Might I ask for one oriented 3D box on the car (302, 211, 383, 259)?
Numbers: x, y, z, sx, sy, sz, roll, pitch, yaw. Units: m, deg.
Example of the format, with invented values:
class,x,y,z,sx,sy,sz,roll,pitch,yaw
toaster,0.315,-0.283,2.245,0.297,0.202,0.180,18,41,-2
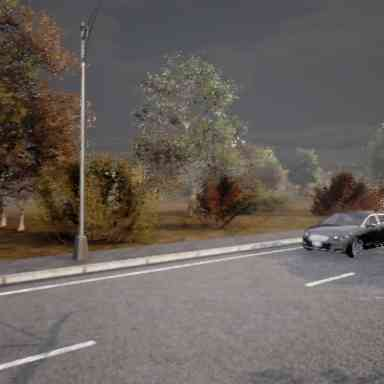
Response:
class,x,y,z,sx,sy,sz,roll,pitch,yaw
car,6.248,1.493,12.747,4.902,1.511,2.128,0,0,-35
